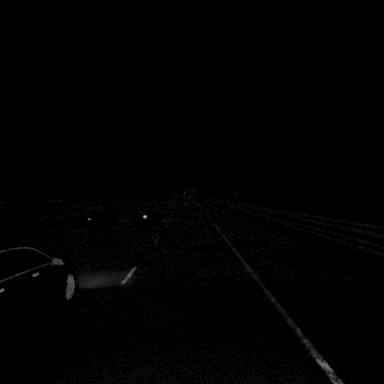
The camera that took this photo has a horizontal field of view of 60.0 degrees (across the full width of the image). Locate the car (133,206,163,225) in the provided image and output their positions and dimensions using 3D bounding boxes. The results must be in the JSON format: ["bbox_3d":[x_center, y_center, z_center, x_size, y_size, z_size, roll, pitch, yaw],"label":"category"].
[{"bbox_3d":[-3.430,1.810,26.261,1.994,1.385,4.181,0,-1,0],"label":"car"}]

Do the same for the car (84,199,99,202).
[{"bbox_3d":[-21.082,2.221,71.607,1.895,1.301,4.718,0,-1,0],"label":"car"}]

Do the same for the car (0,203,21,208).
[{"bbox_3d":[-17.632,1.767,30.951,1.882,1.535,5.008,0,-1,0],"label":"car"}]

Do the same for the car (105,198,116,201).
[{"bbox_3d":[-17.582,1.982,71.673,2.097,1.767,4.553,0,-1,0],"label":"car"}]

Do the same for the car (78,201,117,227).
[{"bbox_3d":[-6.928,1.710,24.886,1.882,1.535,5.008,0,-1,0],"label":"car"}]

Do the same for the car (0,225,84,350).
[{"bbox_3d":[-3.406,1.556,5.344,1.837,1.490,4.892,0,-1,0],"label":"car"}]

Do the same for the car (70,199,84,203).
[{"bbox_3d":[-24.582,2.166,71.633,2.033,1.411,5.357,0,-1,0],"label":"car"}]

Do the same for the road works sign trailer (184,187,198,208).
[{"bbox_3d":[-0.067,1.003,57.808,2.380,3.560,2.880,0,-1,0],"label":"road works sign trailer"}]
